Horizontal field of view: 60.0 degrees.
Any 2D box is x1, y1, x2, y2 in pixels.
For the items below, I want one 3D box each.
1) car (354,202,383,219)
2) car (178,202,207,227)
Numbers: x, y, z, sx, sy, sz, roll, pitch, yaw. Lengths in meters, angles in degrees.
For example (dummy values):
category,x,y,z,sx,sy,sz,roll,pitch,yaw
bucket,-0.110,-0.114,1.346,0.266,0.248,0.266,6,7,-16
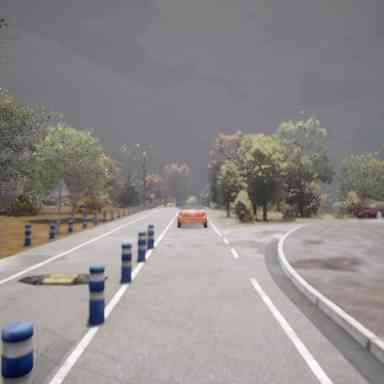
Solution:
category,x,y,z,sx,sy,sz,roll,pitch,yaw
car,16.214,1.584,28.214,5.008,1.535,1.882,-1,-6,-18
car,0.027,1.593,25.164,2.097,1.767,4.553,0,-1,0
